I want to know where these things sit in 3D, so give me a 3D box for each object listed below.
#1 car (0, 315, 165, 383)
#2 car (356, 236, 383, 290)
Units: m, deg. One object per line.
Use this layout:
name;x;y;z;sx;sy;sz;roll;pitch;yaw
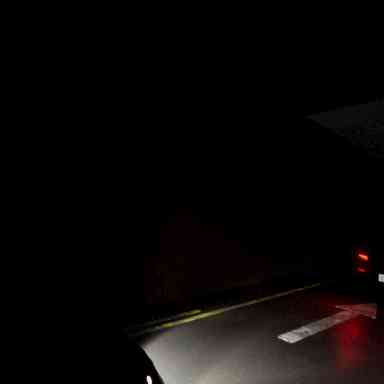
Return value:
car;-2.225;1.564;2.255;4.181;1.385;1.994;0;0;-35
car;5.662;1.526;7.807;4.674;1.442;1.812;0;0;-35
